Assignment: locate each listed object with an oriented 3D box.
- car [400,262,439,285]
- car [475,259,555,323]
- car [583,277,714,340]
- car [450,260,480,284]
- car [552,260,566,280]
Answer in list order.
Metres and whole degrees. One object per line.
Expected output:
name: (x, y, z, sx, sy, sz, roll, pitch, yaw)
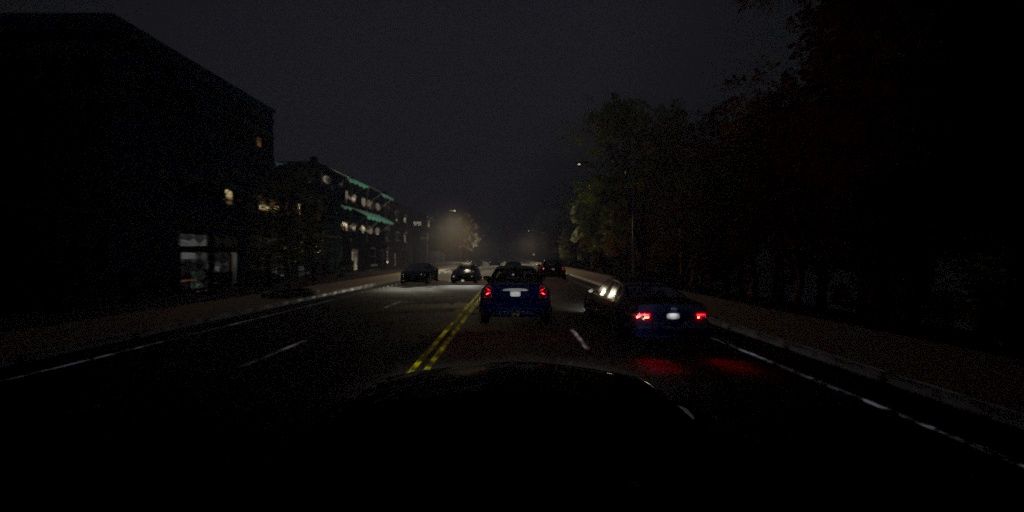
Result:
car: (-6.607, 1.215, 26.048, 1.882, 1.535, 5.008, 0, 0, 0)
car: (0.096, 1.096, 12.306, 2.097, 1.767, 4.553, 0, 0, 0)
car: (3.348, 1.293, 9.959, 2.033, 1.411, 5.357, 0, 0, 0)
car: (-3.359, 1.284, 27.074, 2.033, 1.411, 5.357, 0, 0, 0)
car: (3.339, 1.086, 31.079, 2.097, 1.767, 4.553, 0, 0, 0)
